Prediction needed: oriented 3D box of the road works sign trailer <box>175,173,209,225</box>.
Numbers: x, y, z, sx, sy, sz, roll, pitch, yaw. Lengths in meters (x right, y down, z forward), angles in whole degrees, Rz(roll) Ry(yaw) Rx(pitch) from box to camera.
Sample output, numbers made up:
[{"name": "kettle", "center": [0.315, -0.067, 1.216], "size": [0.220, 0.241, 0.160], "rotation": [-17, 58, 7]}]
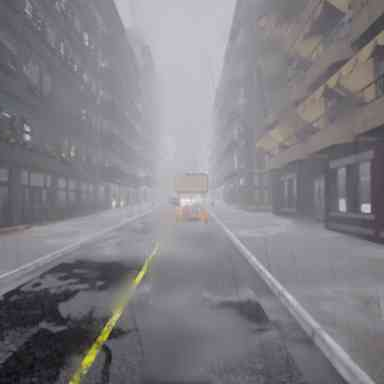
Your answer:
[{"name": "road works sign trailer", "center": [-0.017, 0.452, 23.680], "size": [2.380, 3.560, 2.880], "rotation": [0, 0, 0]}]

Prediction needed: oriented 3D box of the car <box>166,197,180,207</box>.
[{"name": "car", "center": [-2.843, 1.448, 50.801], "size": [1.882, 1.535, 5.008], "rotation": [0, 0, 0]}]
